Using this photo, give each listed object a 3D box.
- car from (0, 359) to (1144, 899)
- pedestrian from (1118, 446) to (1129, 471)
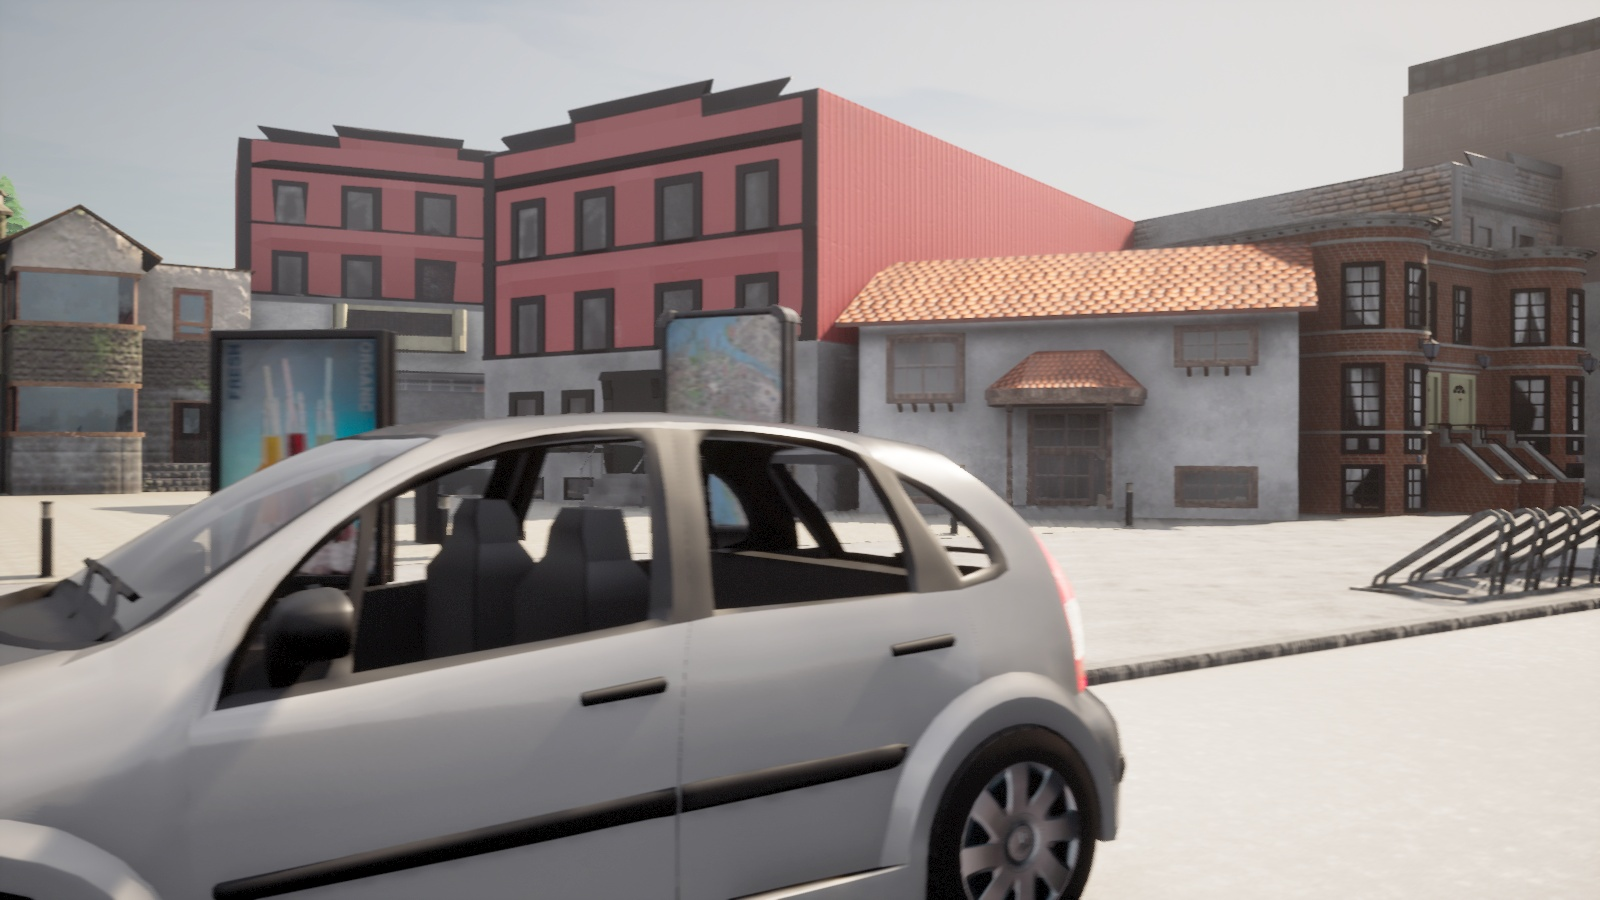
[{"bbox_3d":[-1.103,0.654,3.500,3.988,1.617,1.851,0,0,-35],"label":"car"},{"bbox_3d":[24.259,0.634,94.213,0.396,1.930,0.692,0,0,-36],"label":"pedestrian"}]
